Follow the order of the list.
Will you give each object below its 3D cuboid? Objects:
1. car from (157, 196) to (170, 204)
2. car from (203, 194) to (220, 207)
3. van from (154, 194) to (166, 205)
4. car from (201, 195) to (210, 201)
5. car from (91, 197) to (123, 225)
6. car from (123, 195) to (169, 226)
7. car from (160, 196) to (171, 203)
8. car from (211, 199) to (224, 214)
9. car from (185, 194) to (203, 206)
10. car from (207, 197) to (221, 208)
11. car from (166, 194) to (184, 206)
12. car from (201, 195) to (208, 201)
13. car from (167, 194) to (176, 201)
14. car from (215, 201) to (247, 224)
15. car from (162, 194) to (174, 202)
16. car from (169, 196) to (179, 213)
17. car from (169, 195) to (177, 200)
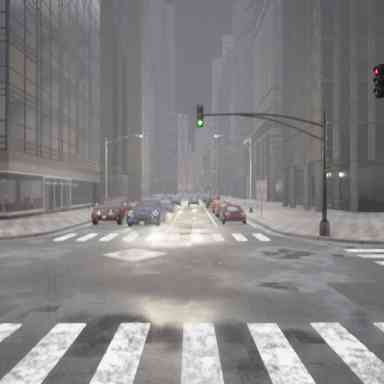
[{"bbox_3d":[-5.444,1.518,63.262,2.008,1.369,4.403,0,0,0],"label":"car"},{"bbox_3d":[2.997,1.287,46.381,2.192,1.841,5.009,0,0,0],"label":"car"},{"bbox_3d":[-5.472,1.309,57.642,1.690,1.788,3.998,0,0,0],"label":"van"},{"bbox_3d":[3.166,1.530,80.090,1.947,1.339,4.313,0,0,0],"label":"car"},{"bbox_3d":[-5.642,1.297,23.931,2.192,1.841,5.009,0,0,0],"label":"car"},{"bbox_3d":[-3.038,1.335,22.868,2.097,1.767,4.553,0,0,2],"label":"car"},{"bbox_3d":[-5.415,1.532,68.880,1.947,1.339,4.313,0,0,0],"label":"car"},{"bbox_3d":[2.912,1.561,29.526,1.802,1.307,4.206,0,0,0],"label":"car"},{"bbox_3d":[0.273,1.517,54.156,2.033,1.411,5.357,0,0,0],"label":"car"},{"bbox_3d":[2.940,1.522,35.144,1.887,1.381,4.507,0,0,0],"label":"car"},{"bbox_3d":[-2.780,1.447,53.683,1.882,1.535,5.008,0,0,1],"label":"car"},{"bbox_3d":[3.195,1.546,85.709,1.802,1.307,4.206,0,0,0],"label":"car"},{"bbox_3d":[-5.330,1.404,85.737,1.967,1.590,4.097,0,0,0],"label":"car"},{"bbox_3d":[2.883,1.564,23.908,1.802,1.307,4.206,0,0,0],"label":"car"},{"bbox_3d":[-5.387,1.280,74.499,2.192,1.841,5.009,0,0,0],"label":"car"},{"bbox_3d":[-2.905,1.523,36.814,2.033,1.411,5.357,0,0,1],"label":"car"},{"bbox_3d":[-5.302,1.508,91.355,1.887,1.381,4.507,0,0,0],"label":"car"}]
